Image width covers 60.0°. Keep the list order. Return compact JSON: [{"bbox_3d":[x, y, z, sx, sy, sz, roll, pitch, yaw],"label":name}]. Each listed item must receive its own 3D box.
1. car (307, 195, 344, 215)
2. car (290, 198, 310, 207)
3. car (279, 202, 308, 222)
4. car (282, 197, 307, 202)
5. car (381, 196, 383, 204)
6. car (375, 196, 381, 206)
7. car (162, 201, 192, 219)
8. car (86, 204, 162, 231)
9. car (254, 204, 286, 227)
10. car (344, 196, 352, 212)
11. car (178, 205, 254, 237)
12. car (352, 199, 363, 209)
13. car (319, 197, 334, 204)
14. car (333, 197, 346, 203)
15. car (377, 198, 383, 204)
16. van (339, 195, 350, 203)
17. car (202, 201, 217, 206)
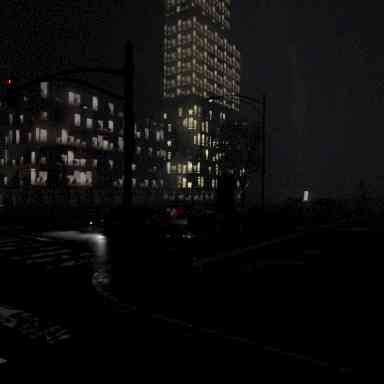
[{"bbox_3d":[15.228,1.569,37.765,2.192,1.841,5.009,1,0,36],"label":"car"},{"bbox_3d":[18.210,1.726,56.050,1.752,1.417,4.829,1,0,36],"label":"car"},{"bbox_3d":[7.992,1.779,27.899,1.802,1.307,4.206,1,0,36],"label":"car"},{"bbox_3d":[13.451,1.538,45.143,2.097,1.767,4.553,1,0,37],"label":"car"},{"bbox_3d":[41.546,1.783,73.533,2.192,1.841,5.009,1,0,36],"label":"car"},{"bbox_3d":[35.048,1.940,64.740,1.752,1.417,4.829,1,0,36],"label":"car"},{"bbox_3d":[-1.581,1.481,29.474,1.967,1.590,4.097,1,0,36],"label":"car"},{"bbox_3d":[-4.375,1.549,21.112,1.837,1.490,4.892,1,0,36],"label":"car"},{"bbox_3d":[4.737,1.737,23.490,1.947,1.339,4.313,1,0,36],"label":"car"},{"bbox_3d":[18.499,1.720,42.250,1.967,1.590,4.097,1,0,36],"label":"car"},{"bbox_3d":[1.479,1.696,19.081,2.008,1.369,4.403,1,0,36],"label":"car"},{"bbox_3d":[25.053,1.773,51.209,1.967,1.590,4.097,1,0,36],"label":"car"},{"bbox_3d":[28.205,1.849,69.581,1.947,1.339,4.313,1,0,36],"label":"car"},{"bbox_3d":[34.701,1.862,78.375,1.752,1.417,4.829,1,0,36],"label":"car"},{"bbox_3d":[44.841,2.046,77.999,2.008,1.369,4.403,1,0,36],"label":"car"},{"bbox_3d":[38.102,1.706,82.976,1.690,1.788,3.998,1,0,36],"label":"van"},{"bbox_3d":[2.142,1.573,29.931,1.882,1.535,5.008,1,1,36],"label":"car"}]
